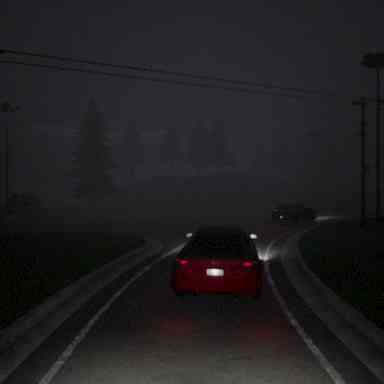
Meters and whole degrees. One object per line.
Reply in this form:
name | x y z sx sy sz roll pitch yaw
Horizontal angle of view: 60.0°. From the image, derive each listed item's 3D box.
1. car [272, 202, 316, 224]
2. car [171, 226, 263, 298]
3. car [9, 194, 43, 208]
car | 7.710 1.525 24.875 2.128 1.511 4.902 0 0 39
car | 0.736 1.576 8.644 1.994 1.385 4.181 0 0 8
car | -24.019 1.286 48.281 2.150 2.045 5.566 0 0 8
